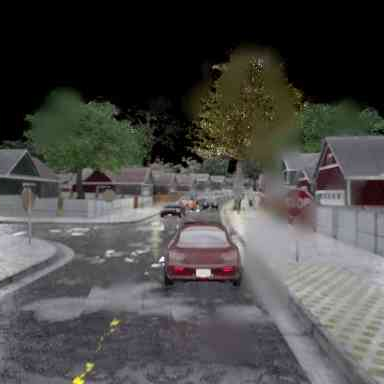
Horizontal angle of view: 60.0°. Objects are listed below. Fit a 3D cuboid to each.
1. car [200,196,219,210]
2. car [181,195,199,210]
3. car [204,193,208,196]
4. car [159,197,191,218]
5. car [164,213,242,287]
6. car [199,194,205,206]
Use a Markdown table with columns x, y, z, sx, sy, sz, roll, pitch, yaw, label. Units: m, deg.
| x | y | z | sx | sy | sz | roll | pitch | yaw | label |
| --- | --- | --- | --- | --- | --- | --- | --- | --- | --- |
| 2.383 | 1.480 | 41.509 | 1.895 | 1.301 | 4.718 | 0 | 0 | 6 | car |
| -0.702 | 1.245 | 40.094 | 2.097 | 1.767 | 4.553 | 0 | 0 | 6 | car |
| 2.136 | 1.075 | 62.130 | 2.097 | 1.767 | 4.553 | 0 | 0 | 9 | car |
| -1.610 | 1.506 | 30.244 | 2.033 | 1.411 | 5.357 | 0 | 0 | 5 | car |
| 0.290 | 1.528 | 9.260 | 1.812 | 1.442 | 4.674 | 0 | 0 | 1 | car |
| 0.438 | 1.419 | 50.258 | 1.895 | 1.301 | 4.718 | 0 | 0 | 7 | car |
